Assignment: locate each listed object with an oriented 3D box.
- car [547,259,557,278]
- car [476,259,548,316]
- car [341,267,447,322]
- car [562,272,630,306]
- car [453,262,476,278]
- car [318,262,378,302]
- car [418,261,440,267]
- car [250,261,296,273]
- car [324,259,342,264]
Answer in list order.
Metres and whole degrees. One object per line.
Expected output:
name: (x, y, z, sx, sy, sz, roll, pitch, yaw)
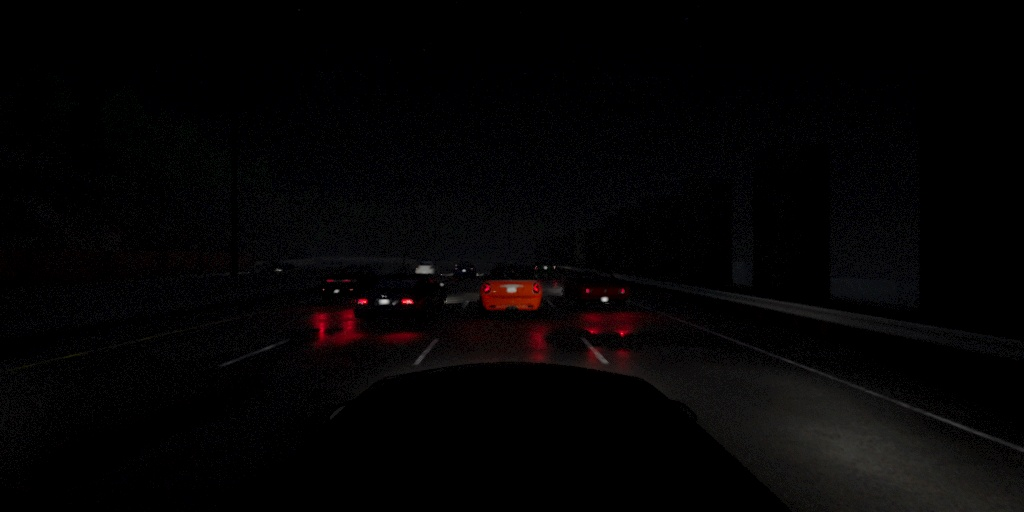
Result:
car: (2.719, 1.047, 32.629, 2.097, 1.767, 4.553, 0, 0, -4)
car: (-0.050, 1.081, 13.445, 2.097, 1.767, 4.553, 0, 0, -1)
car: (-3.513, 1.280, 12.232, 2.033, 1.411, 5.357, 0, 0, -1)
car: (3.407, 1.326, 15.588, 1.895, 1.301, 4.718, 0, 0, -1)
car: (-4.357, 1.259, 33.422, 1.994, 1.385, 4.181, 0, 0, -4)
car: (-7.134, 1.216, 16.890, 2.128, 1.511, 4.902, 0, 0, -1)
car: (-7.915, 1.220, 33.951, 1.812, 1.442, 4.674, 0, 0, -5)
car: (-22.091, 1.189, 33.336, 2.128, 1.511, 4.902, 0, 0, -5)
car: (-18.982, 1.214, 38.120, 1.812, 1.442, 4.674, 0, 0, -6)
